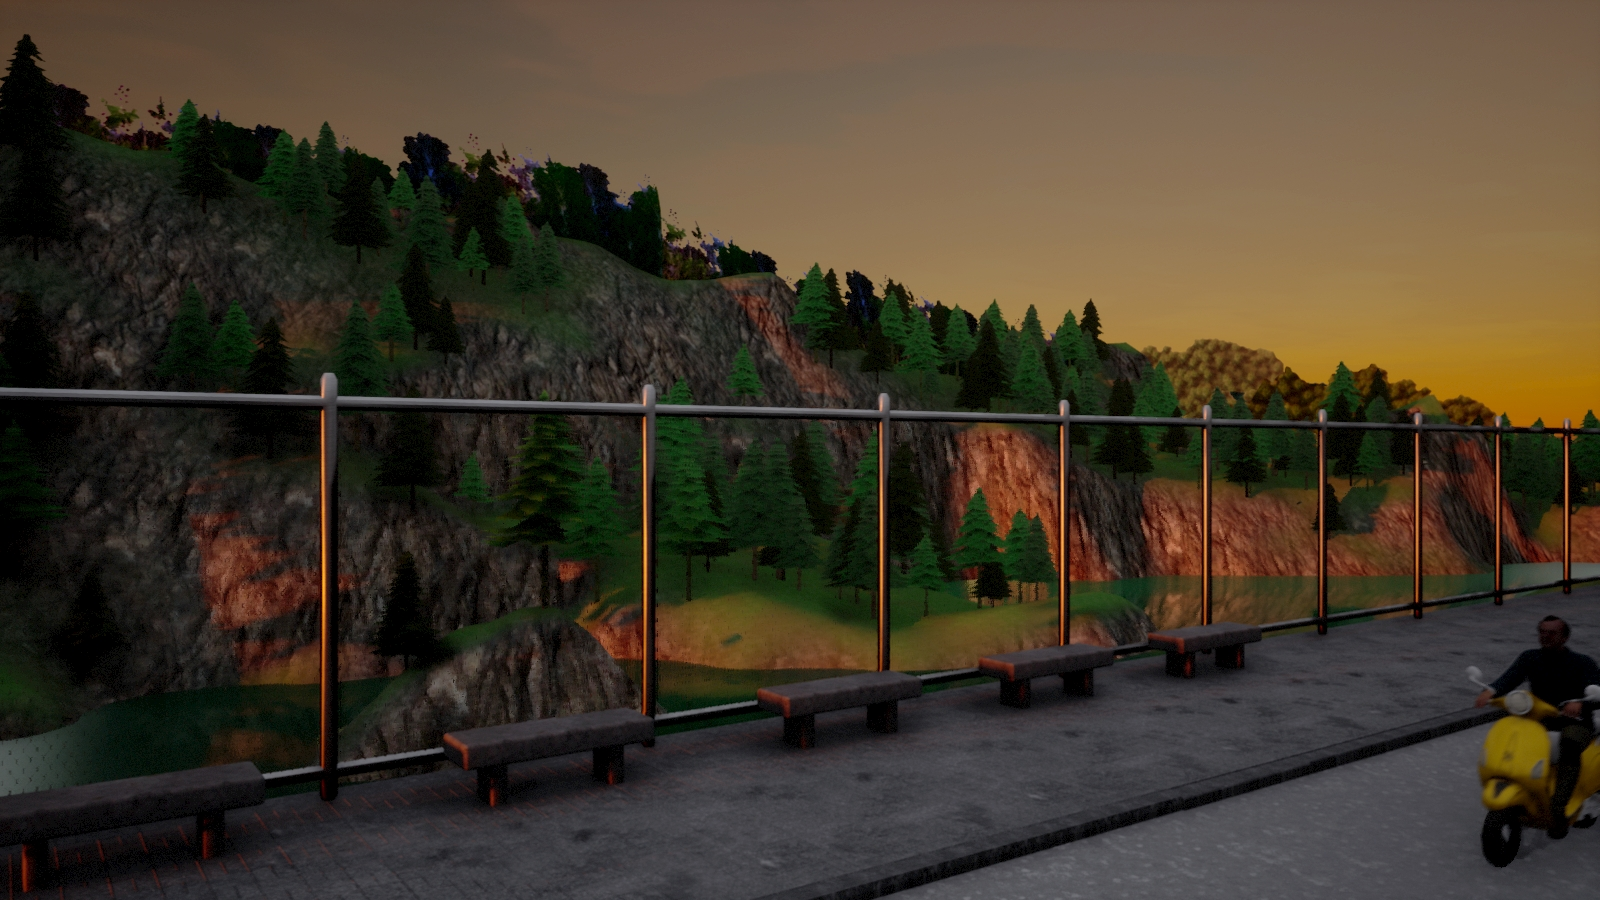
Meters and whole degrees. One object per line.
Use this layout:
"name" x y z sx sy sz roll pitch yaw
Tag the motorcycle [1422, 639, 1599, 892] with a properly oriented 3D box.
"motorcycle" 5.309 2.145 8.115 1.805 1.316 0.856 0 0 -35
